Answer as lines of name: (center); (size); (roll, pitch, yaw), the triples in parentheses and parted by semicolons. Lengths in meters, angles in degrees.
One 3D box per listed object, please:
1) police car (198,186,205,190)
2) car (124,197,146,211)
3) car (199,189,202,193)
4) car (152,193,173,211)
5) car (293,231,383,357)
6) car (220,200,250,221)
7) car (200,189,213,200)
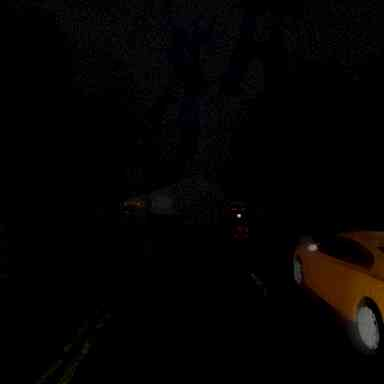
police car: (3.151, 0.033, 89.294); (1.930, 1.638, 5.238); (0, 2, 0)
car: (-6.634, 1.359, 38.910); (1.882, 1.535, 5.008); (0, 0, 0)
car: (3.163, 0.574, 78.198); (1.994, 1.385, 4.181); (0, 2, 0)
car: (-3.387, 1.102, 39.003); (2.150, 2.045, 5.566); (0, 0, 0)
car: (3.343, 1.439, 5.979); (1.882, 1.535, 5.008); (0, 0, 0)
car: (3.321, 1.411, 25.896); (1.837, 1.490, 4.892); (0, 0, 0)
car: (3.176, 0.815, 67.203); (2.033, 1.649, 4.856); (0, 2, 0)
